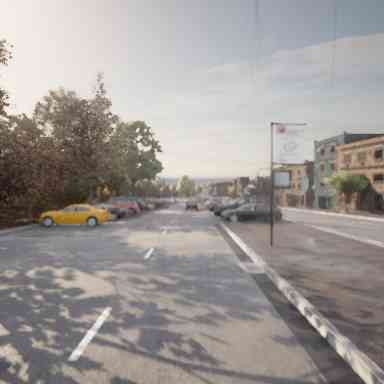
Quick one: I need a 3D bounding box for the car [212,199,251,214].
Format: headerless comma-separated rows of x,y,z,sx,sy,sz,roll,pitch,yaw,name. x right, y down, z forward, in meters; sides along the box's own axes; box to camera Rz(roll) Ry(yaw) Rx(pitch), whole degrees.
4.762,1.739,40.679,4.553,1.767,2.185,0,-1,0,car

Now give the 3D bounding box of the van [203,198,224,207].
4.775,2.229,74.315,4.442,1.987,1.878,0,-1,0,van

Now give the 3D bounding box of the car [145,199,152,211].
-8.356,1.997,46.174,4.674,1.452,2.002,0,-1,0,car

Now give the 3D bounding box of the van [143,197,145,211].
-8.466,1.639,40.607,4.442,1.987,1.878,0,-1,0,van

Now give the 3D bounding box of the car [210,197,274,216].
4.711,1.457,29.471,5.566,2.045,2.435,0,-1,0,car

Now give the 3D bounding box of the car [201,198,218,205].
4.595,2.605,88.326,4.553,1.767,2.185,0,-1,0,car

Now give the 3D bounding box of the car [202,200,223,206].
4.681,2.540,77.112,4.792,1.488,2.163,0,-1,0,car

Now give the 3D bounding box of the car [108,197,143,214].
-8.315,1.697,37.825,4.553,1.767,2.185,0,-1,0,car

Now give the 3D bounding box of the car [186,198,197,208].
-0.061,2.112,63.036,2.097,1.767,4.553,0,-1,0,car

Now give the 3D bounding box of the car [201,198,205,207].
4.675,1.844,54.698,5.566,2.045,2.435,0,-1,0,car

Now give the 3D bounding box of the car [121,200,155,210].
-8.365,2.049,51.745,5.008,1.535,2.097,0,-1,0,car

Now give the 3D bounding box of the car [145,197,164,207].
-8.361,1.937,60.101,5.566,2.045,2.435,0,-1,0,car

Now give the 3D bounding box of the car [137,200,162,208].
-8.399,2.327,65.543,4.674,1.452,2.002,0,-1,0,car

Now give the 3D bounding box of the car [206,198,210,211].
4.705,1.571,37.881,5.566,2.045,2.435,0,-1,0,car

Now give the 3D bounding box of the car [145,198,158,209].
-8.179,2.000,48.960,5.366,1.575,1.946,0,-1,0,car

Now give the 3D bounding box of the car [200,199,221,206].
4.644,2.620,82.718,5.008,1.535,2.097,0,-1,0,car

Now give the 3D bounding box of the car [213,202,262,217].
4.730,1.781,35.072,4.892,1.521,2.231,0,-1,0,car

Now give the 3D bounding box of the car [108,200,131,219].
-8.345,1.709,29.469,5.008,1.535,2.097,0,-1,0,car

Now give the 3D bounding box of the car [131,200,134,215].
-8.344,1.784,32.255,4.674,1.452,2.002,0,-1,0,car

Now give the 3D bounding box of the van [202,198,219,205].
4.749,2.450,85.525,4.442,1.987,1.878,0,-1,0,van

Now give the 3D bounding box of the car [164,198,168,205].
-8.379,2.091,68.456,5.566,2.045,2.435,0,-1,0,car

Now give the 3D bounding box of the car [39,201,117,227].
-8.333,1.650,23.900,5.008,1.535,2.097,0,0,0,car

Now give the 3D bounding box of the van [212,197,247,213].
4.842,1.685,43.485,4.442,1.987,1.878,0,-1,0,van

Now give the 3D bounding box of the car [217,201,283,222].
4.747,1.678,26.668,4.892,1.521,2.231,0,-1,0,car

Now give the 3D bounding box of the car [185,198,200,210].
-0.038,2.093,53.007,1.837,1.490,4.892,0,-1,0,car
